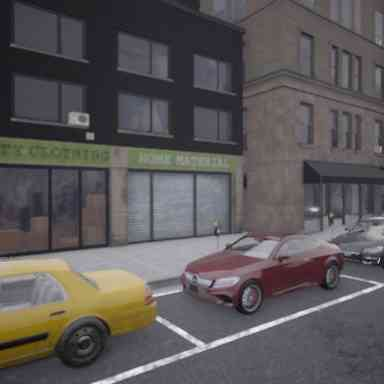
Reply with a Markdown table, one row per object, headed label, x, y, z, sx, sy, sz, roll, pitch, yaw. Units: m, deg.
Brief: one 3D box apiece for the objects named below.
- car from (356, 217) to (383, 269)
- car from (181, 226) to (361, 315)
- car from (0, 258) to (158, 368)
| label | x | y | z | sx | sy | sz | roll | pitch | yaw |
| --- | --- | --- | --- | --- | --- | --- | --- | --- | --- |
| car | 6.142 | 1.493 | 10.586 | 4.403 | 1.369 | 2.008 | 0 | 0 | -36 |
| car | 1.739 | 1.553 | 7.438 | 4.206 | 1.307 | 1.802 | 0 | 0 | -36 |
| car | -2.802 | 1.525 | 4.189 | 4.829 | 1.417 | 1.752 | 0 | 0 | -36 |
